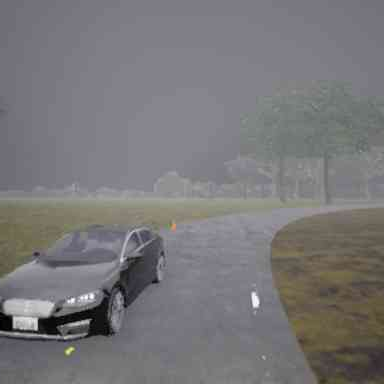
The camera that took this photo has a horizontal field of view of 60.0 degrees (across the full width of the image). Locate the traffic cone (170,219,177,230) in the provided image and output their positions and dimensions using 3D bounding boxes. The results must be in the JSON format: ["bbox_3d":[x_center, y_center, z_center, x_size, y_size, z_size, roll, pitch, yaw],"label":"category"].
[{"bbox_3d":[-1.038,1.880,19.338,0.340,0.580,0.340,0,0,19],"label":"traffic cone"}]

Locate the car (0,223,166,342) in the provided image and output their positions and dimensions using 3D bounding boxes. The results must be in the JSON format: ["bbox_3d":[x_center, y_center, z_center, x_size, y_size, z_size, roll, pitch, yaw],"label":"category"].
[{"bbox_3d":[-1.836,1.455,6.792,2.128,1.511,4.902,0,0,8],"label":"car"}]
